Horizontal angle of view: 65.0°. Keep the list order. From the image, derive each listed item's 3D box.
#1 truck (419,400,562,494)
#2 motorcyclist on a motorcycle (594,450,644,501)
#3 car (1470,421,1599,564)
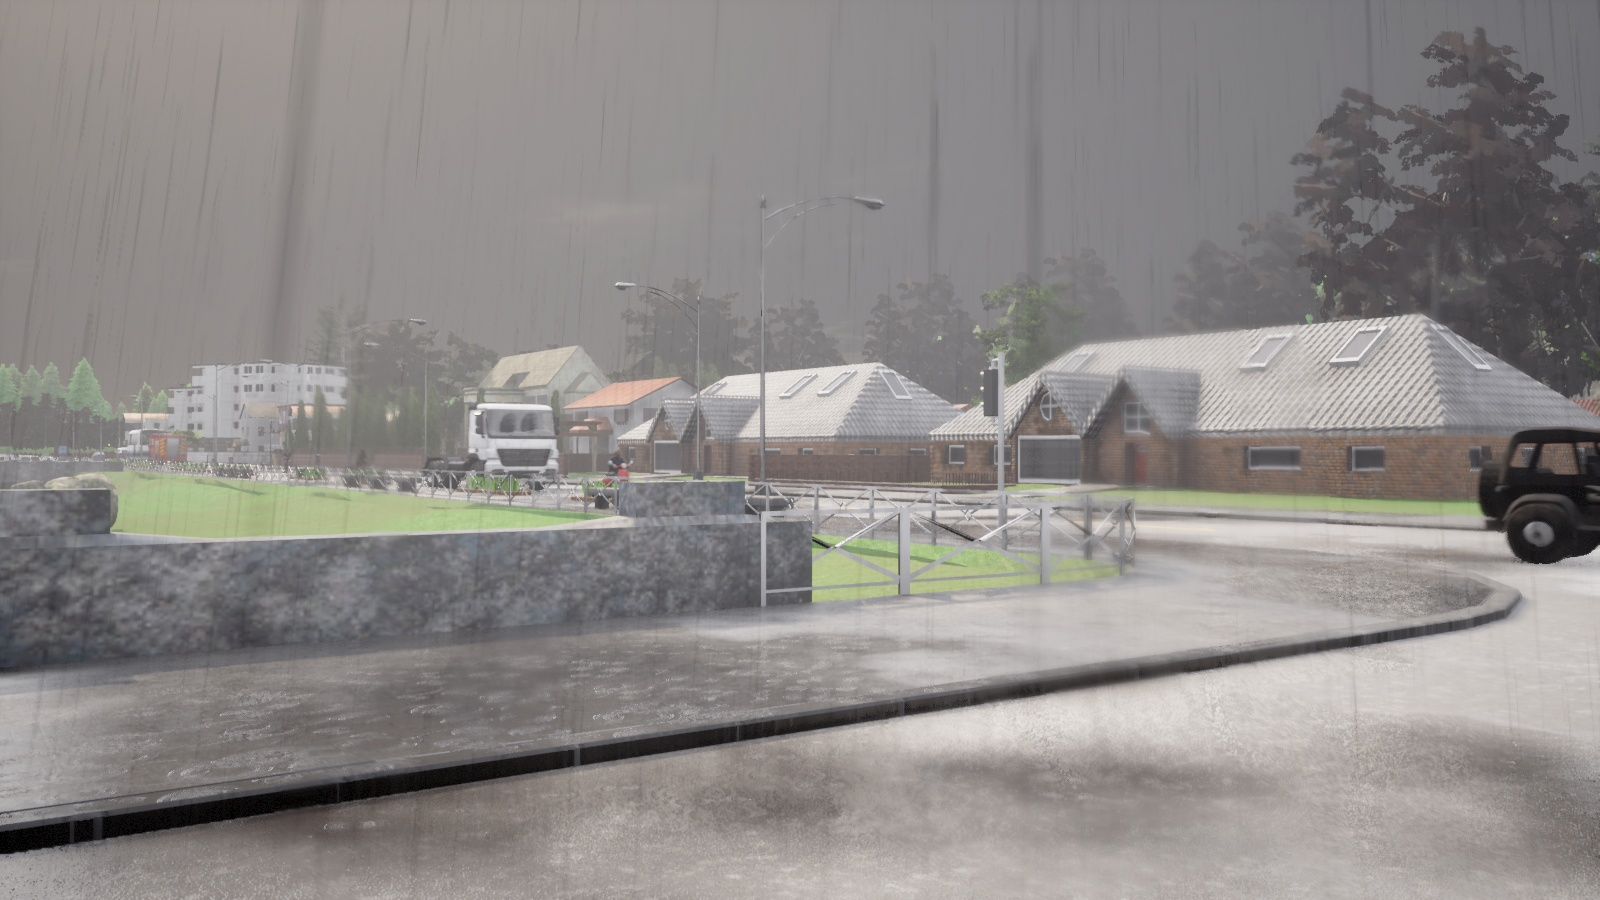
[{"bbox_3d":[-12.524,-0.087,50.293,2.891,3.462,7.936,0,0,-35],"label":"truck"},{"bbox_3d":[-5.873,0.810,40.740,0.866,1.590,1.817,0,0,-35],"label":"motorcyclist on a motorcycle"},{"bbox_3d":[11.416,0.558,16.888,3.866,1.878,1.905,0,0,43],"label":"car"}]
